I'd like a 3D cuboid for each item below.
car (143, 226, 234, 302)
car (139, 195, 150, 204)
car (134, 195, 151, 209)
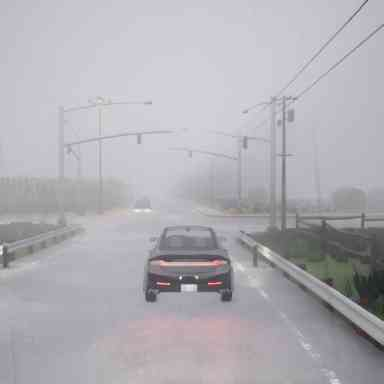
[{"bbox_3d":[-0.097,1.614,8.519,2.128,1.511,4.902,0,-2,-1],"label":"car"},{"bbox_3d":[-7.973,1.210,55.976,1.812,1.442,4.674,0,1,-7],"label":"car"},{"bbox_3d":[-6.403,1.469,43.465,1.994,1.385,4.181,0,1,-7],"label":"car"}]
